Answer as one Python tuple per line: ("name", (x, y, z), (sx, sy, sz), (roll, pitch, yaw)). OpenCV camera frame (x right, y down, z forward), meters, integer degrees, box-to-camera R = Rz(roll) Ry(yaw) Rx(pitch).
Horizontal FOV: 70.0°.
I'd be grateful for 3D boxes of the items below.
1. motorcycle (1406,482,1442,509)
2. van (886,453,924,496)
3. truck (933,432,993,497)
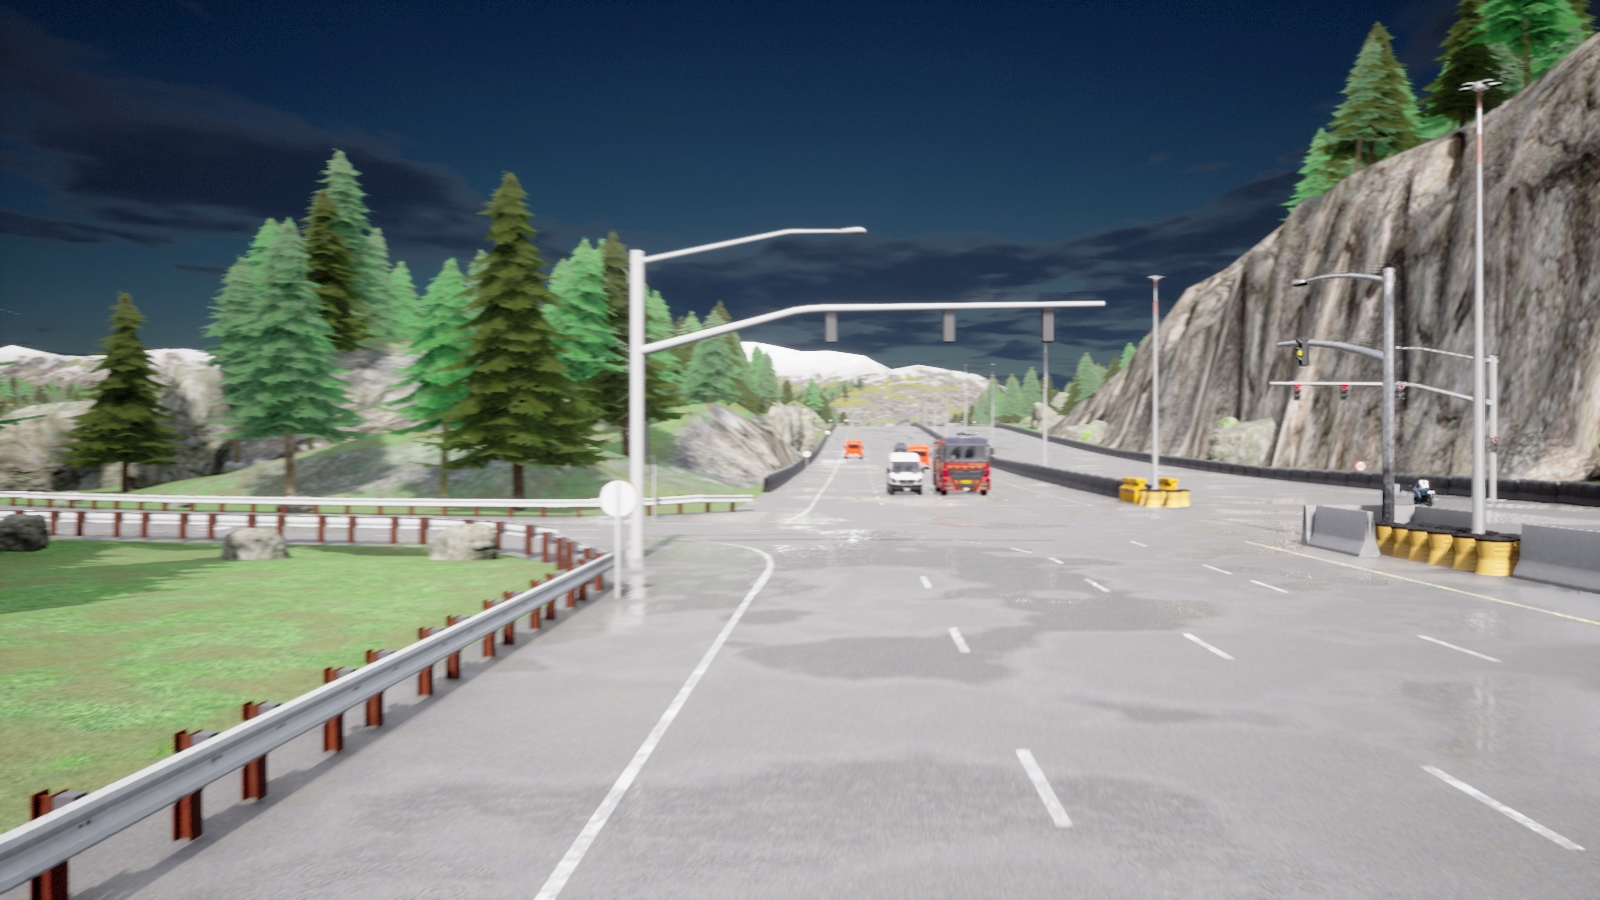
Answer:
("motorcycle", (30.406, 2.193, 55.714), (0.803, 1.217, 2.033), (-2, 0, 7))
("van", (6.507, 1.465, 71.336), (1.988, 2.561, 5.915), (0, 0, 2))
("truck", (10.010, 0.826, 71.079), (2.891, 3.827, 8.468), (0, 0, 3))
